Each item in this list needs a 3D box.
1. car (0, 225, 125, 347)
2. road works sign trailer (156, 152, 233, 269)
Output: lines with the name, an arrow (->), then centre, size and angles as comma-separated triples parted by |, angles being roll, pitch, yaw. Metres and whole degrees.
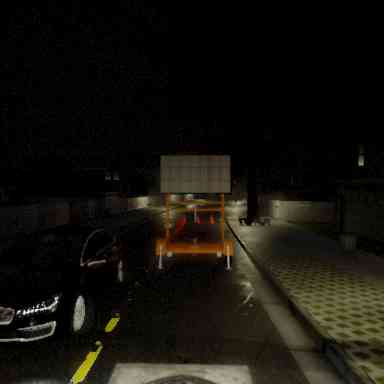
car -> -2.648, 1.503, 6.708 | 1.837, 1.490, 4.892 | 0, 0, 1
road works sign trailer -> 0.116, 0.464, 11.121 | 2.380, 3.560, 2.880 | 0, 0, 2
